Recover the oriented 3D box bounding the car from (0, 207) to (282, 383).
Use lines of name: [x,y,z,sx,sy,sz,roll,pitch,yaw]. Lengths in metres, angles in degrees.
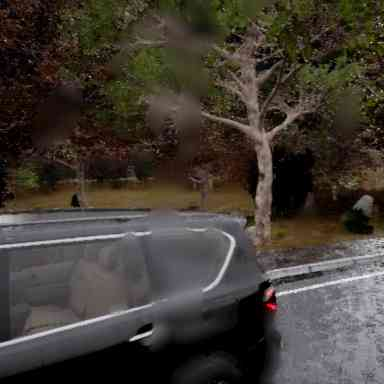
car: [-1.724,1.200,2.515,5.566,2.045,2.150,0,0,-35]
